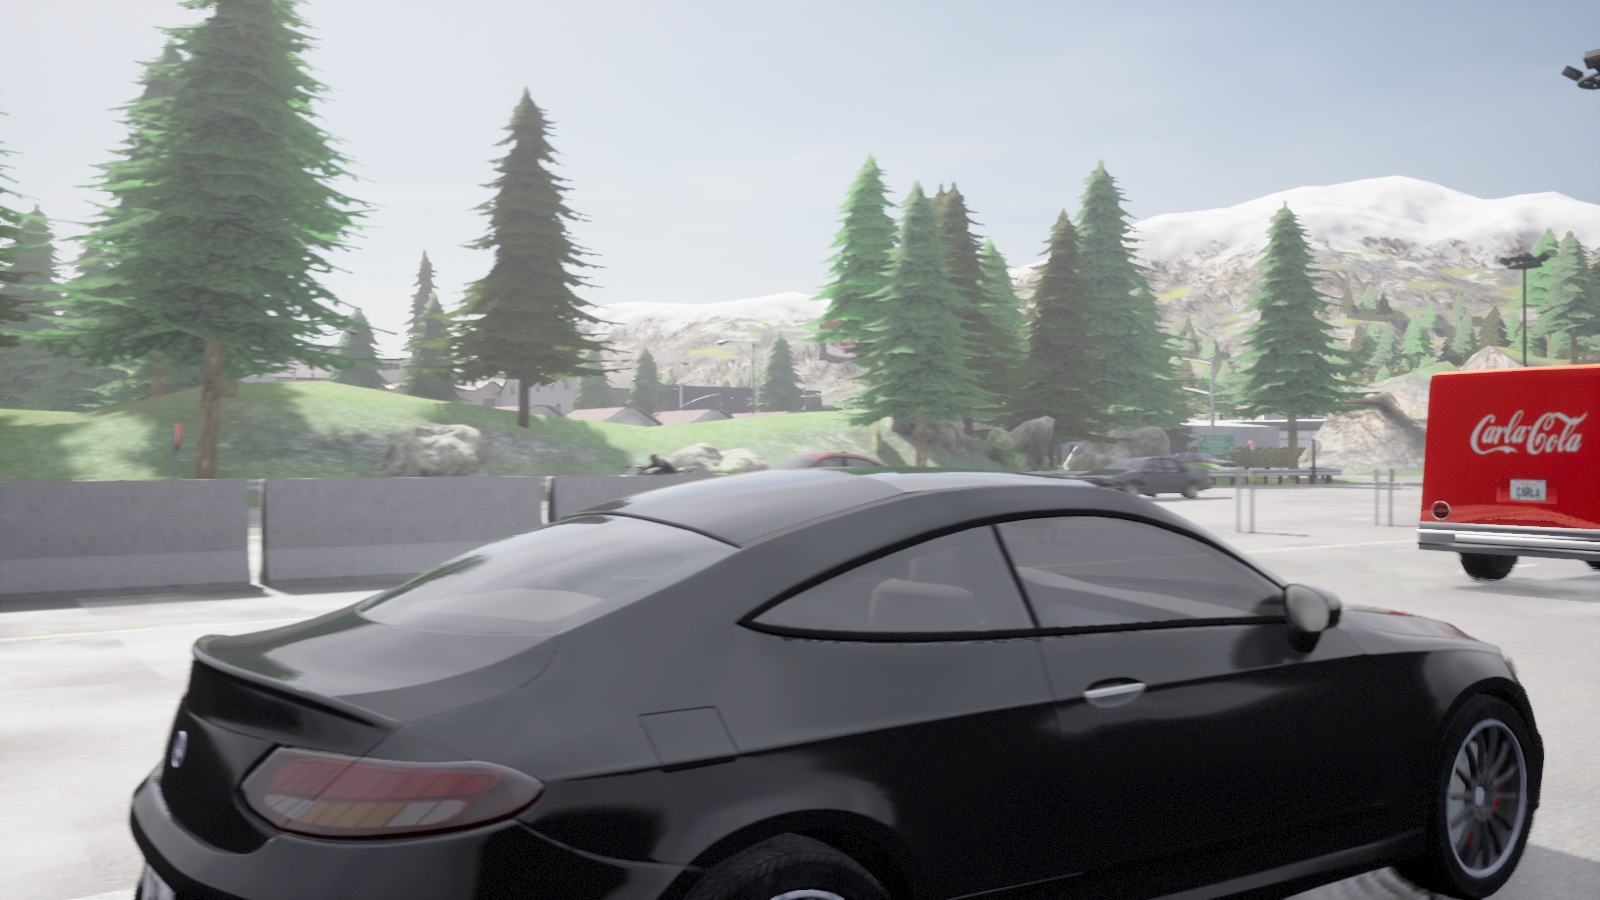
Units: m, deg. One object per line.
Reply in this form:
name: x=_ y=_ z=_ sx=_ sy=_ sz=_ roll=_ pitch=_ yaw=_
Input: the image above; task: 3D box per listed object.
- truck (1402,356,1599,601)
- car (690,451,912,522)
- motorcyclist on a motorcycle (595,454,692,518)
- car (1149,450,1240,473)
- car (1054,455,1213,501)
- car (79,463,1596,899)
truck: x=9.756 y=0.275 z=14.716 sx=5.204 sy=2.467 sz=2.627 roll=0 pitch=0 yaw=-35
car: x=0.088 y=0.793 z=29.305 sx=5.008 sy=1.535 sz=1.882 roll=0 pitch=0 yaw=-35
motorcyclist on a motorcycle: x=-3.832 y=0.863 z=30.840 sx=2.191 sy=1.530 sz=0.866 roll=0 pitch=0 yaw=-35
car: x=24.937 y=0.734 z=79.502 sx=2.033 sy=1.411 sz=5.357 roll=0 pitch=0 yaw=-35
car: x=10.968 y=0.867 z=41.138 sx=5.357 sy=1.411 sz=2.033 roll=0 pitch=0 yaw=-35
car: x=0.487 y=0.779 z=3.996 sx=4.674 sy=1.442 sz=1.812 roll=0 pitch=0 yaw=-35
